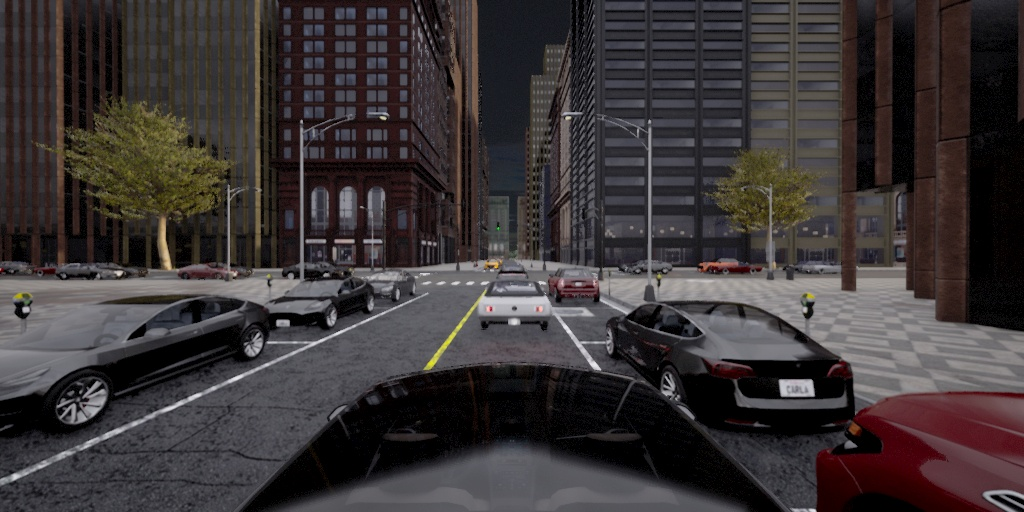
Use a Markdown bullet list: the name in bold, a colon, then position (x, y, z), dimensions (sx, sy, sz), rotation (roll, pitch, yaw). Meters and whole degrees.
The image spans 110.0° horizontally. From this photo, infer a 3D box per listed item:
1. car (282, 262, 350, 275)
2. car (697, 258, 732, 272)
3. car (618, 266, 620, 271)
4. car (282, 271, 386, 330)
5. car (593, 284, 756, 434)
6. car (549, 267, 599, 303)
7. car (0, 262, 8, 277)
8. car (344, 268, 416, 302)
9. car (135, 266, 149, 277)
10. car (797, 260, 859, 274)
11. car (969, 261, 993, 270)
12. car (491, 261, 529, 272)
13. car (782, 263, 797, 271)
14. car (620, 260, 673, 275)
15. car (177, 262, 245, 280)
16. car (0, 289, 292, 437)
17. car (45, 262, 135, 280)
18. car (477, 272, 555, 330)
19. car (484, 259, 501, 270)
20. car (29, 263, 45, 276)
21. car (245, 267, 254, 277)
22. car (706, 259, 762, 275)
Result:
- **car**: position (-17.524, 1.310, 31.682), dimensions (5.008, 1.535, 1.882), rotation (0, 0, -1)
- **car**: position (24.062, 1.042, 41.684), dimensions (4.553, 1.767, 2.097), rotation (0, 0, 0)
- **car**: position (14.866, 1.214, 41.675), dimensions (4.892, 1.490, 1.837), rotation (0, 0, 0)
- **car**: position (-5.754, 1.320, 11.193), dimensions (1.948, 1.339, 4.313), rotation (0, 0, 0)
- **car**: position (2.766, 1.317, 5.553), dimensions (1.948, 1.339, 4.313), rotation (0, 0, 0)
- **car**: position (2.775, 1.197, 16.825), dimensions (1.967, 1.591, 4.097), rotation (0, 0, 0)
- **car**: position (-48.362, 1.445, 31.701), dimensions (4.674, 1.442, 1.812), rotation (0, 0, 1)
- **car**: position (-5.750, 1.308, 16.830), dimensions (2.007, 1.370, 4.403), rotation (0, 0, 0)
- **car**: position (-38.333, 1.381, 34.912), dimensions (4.892, 1.490, 1.837), rotation (0, 0, 0)
- **car**: position (33.992, 1.284, 38.446), dimensions (4.718, 1.301, 1.895), rotation (0, 0, 0)
- **car**: position (48.973, 1.225, 38.378), dimensions (4.181, 1.385, 1.994), rotation (0, 0, 0)
- **car**: position (0.043, 1.253, 22.435), dimensions (2.128, 1.511, 4.902), rotation (0, 0, 1)
- **car**: position (34.672, 1.215, 41.696), dimensions (5.357, 1.411, 2.033), rotation (0, 0, 0)
- **car**: position (14.648, 1.216, 38.437), dimensions (4.902, 1.511, 2.128), rotation (0, 0, -2)
- **car**: position (-26.804, 1.384, 31.667), dimensions (4.674, 1.442, 1.812), rotation (0, 0, 0)
- **car**: position (-5.759, 1.317, 5.557), dimensions (1.948, 1.339, 4.313), rotation (0, 0, 0)
- **car**: position (-37.143, 1.378, 31.659), dimensions (4.902, 1.511, 2.128), rotation (0, 0, 0)
- **car**: position (0.078, 1.355, 11.179), dimensions (1.895, 1.301, 4.718), rotation (0, 0, 0)
- **car**: position (-3.012, 1.270, 53.316), dimensions (1.882, 1.535, 5.008), rotation (0, 0, 0)
- **car**: position (-47.724, 1.489, 38.286), dimensions (4.718, 1.301, 1.895), rotation (0, 0, 0)
- **car**: position (-27.927, 1.352, 34.914), dimensions (4.892, 1.490, 1.837), rotation (0, 0, 0)
- **car**: position (23.917, 1.305, 38.441), dimensions (4.718, 1.301, 1.895), rotation (0, 0, 0)
